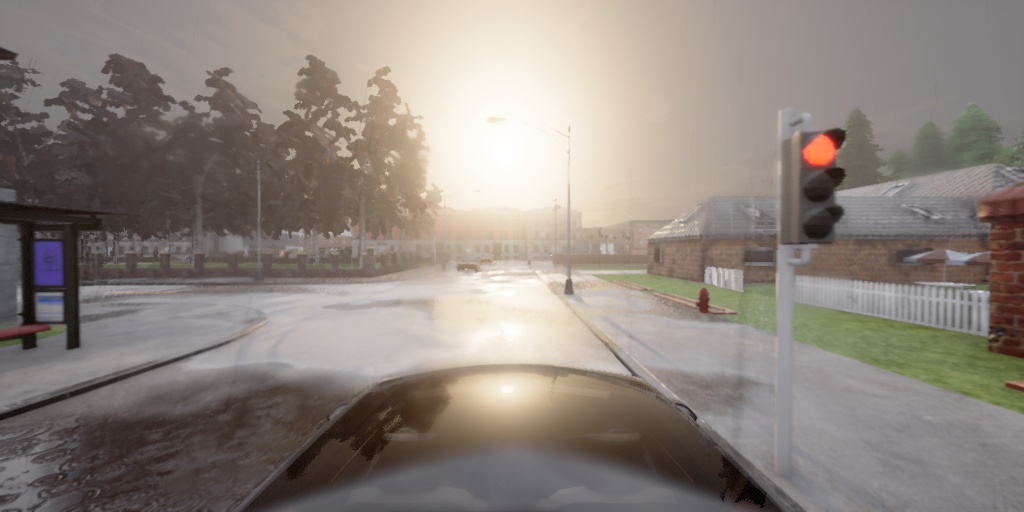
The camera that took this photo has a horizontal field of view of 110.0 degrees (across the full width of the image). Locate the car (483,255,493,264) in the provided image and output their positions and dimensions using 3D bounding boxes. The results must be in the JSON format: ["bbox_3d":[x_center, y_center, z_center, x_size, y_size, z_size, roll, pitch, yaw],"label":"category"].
[{"bbox_3d":[-4.007,0.521,55.916,1.895,1.301,4.718,0,1,0],"label":"car"}]

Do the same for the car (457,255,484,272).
[{"bbox_3d":[-4.084,0.849,34.473,1.895,1.301,4.718,0,1,0],"label":"car"}]
